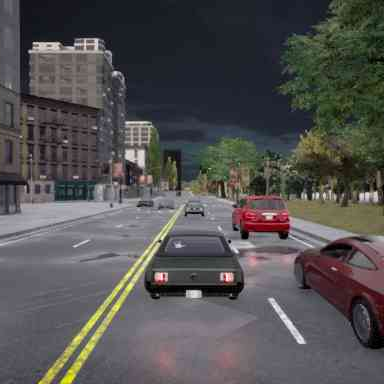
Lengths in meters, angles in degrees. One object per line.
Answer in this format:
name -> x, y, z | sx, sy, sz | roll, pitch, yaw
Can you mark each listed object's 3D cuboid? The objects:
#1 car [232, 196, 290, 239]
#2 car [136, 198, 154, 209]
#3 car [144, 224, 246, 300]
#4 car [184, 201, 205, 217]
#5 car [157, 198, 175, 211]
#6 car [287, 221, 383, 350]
car -> 3.406, 1.216, 17.269 | 2.150, 2.045, 5.566 | 0, 0, 0
car -> -6.387, 1.521, 46.063 | 2.033, 1.411, 5.357 | 0, 0, 1
car -> 0.073, 1.599, 8.374 | 1.895, 1.301, 4.718 | 0, 0, 1
car -> 0.218, 1.533, 31.427 | 2.033, 1.411, 5.357 | 0, 0, 0
car -> -3.179, 1.482, 41.387 | 1.837, 1.490, 4.892 | 0, 0, 0
car -> 3.368, 1.524, 6.101 | 1.812, 1.442, 4.674 | 0, 0, 0
